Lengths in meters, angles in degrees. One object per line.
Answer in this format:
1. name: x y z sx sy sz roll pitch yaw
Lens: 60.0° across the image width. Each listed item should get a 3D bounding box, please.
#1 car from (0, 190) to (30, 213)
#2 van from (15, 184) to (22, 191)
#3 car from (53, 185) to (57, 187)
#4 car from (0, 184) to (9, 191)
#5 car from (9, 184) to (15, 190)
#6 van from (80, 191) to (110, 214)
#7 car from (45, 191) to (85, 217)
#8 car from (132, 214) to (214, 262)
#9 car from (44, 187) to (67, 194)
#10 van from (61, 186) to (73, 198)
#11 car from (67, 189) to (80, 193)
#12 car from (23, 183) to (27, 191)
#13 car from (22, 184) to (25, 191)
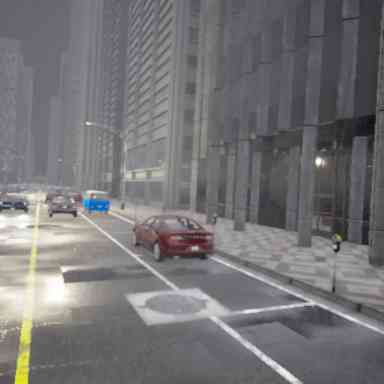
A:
1. car: -13.309 0.806 25.107 1.895 1.301 4.718 3 0 -24
2. van: -31.893 -0.561 59.515 1.690 1.788 3.998 3 0 -24
3. car: -31.151 -0.406 78.452 1.887 1.381 4.507 3 0 -24
4. car: -20.235 0.251 33.845 1.967 1.590 4.097 3 0 -24
5. car: -22.562 -0.016 38.979 2.192 1.841 5.009 3 0 -24
6. van: -7.817 0.818 27.112 1.690 1.788 3.998 3 0 -24
7. car: -9.272 0.965 23.814 2.033 1.411 5.357 3 0 -24
8. car: -0.830 1.449 11.712 1.887 1.381 4.507 3 0 -24
9. car: -15.233 0.560 36.871 1.837 1.490 4.892 3 1 -24
10. van: -21.812 -0.037 57.915 1.690 1.788 3.998 3 0 -24
11. car: -14.826 0.632 42.515 1.802 1.307 4.206 3 0 -24
12. car: -38.901 -0.766 74.918 1.947 1.339 4.313 3 0 -24
13. car: -34.235 -0.501 64.650 1.887 1.381 4.507 3 0 -24
